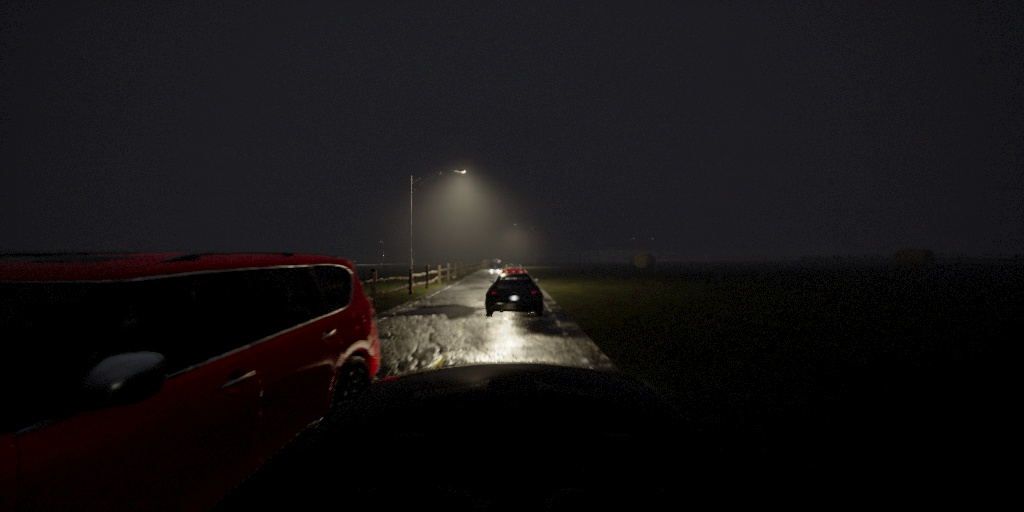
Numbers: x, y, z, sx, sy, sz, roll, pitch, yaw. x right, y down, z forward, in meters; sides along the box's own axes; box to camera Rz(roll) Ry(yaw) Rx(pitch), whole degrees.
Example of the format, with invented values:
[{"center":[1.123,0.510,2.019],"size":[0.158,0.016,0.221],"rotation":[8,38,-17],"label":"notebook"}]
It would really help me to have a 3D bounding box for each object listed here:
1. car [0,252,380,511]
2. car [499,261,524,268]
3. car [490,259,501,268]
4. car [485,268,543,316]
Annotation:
[{"center":[-2.752,0.982,2.351],"size":[2.150,2.045,5.566],"rotation":[0,0,0],"label":"car"},{"center":[0.120,1.356,31.721],"size":[1.895,1.301,4.718],"rotation":[0,0,0],"label":"car"},{"center":[-2.619,1.260,59.718],"size":[2.128,1.511,4.902],"rotation":[0,0,1],"label":"car"},{"center":[0.081,1.317,13.486],"size":[1.994,1.385,4.181],"rotation":[0,0,0],"label":"car"}]
